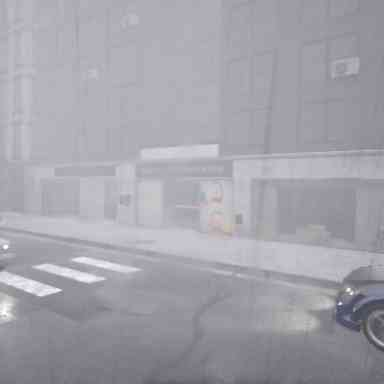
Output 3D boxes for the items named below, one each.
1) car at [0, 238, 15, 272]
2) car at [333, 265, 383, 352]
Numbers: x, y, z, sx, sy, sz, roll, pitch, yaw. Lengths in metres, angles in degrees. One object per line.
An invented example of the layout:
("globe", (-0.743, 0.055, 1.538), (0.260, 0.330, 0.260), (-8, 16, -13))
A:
("car", (-6.680, 1.371, 8.725), (4.718, 1.301, 1.895), (1, 1, 35))
("car", (4.282, 1.566, 4.645), (4.181, 1.385, 1.994), (1, 1, 35))
